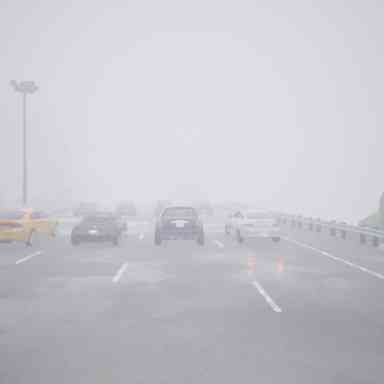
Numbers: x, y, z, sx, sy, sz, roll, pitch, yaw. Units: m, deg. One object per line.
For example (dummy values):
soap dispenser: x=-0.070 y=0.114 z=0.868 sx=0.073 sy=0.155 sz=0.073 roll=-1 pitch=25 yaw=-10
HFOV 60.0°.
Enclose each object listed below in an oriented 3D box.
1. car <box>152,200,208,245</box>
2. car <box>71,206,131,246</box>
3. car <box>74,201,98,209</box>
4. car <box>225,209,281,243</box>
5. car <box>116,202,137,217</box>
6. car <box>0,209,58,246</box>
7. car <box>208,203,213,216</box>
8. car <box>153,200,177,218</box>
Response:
car: x=-0.672 y=1.367 z=15.696 sx=2.097 sy=1.767 sz=4.553 roll=0 pitch=0 yaw=-5
car: x=-4.162 y=1.573 z=15.433 sx=1.994 sy=1.385 sz=4.181 roll=0 pitch=0 yaw=-5
car: x=-9.582 y=1.564 z=30.452 sx=2.033 sy=1.411 sz=5.357 roll=0 pitch=0 yaw=-10
car: x=2.814 y=1.534 z=16.019 sx=1.812 sy=1.442 sz=4.674 roll=0 pitch=0 yaw=-5
car: x=-6.131 y=1.573 z=31.035 sx=1.994 sy=1.385 sz=4.181 roll=0 pitch=0 yaw=-10
car: x=-7.650 y=1.485 z=15.140 sx=1.882 sy=1.535 sz=5.008 roll=0 pitch=0 yaw=-5
car: x=0.771 y=1.534 z=32.200 sx=1.812 sy=1.442 sz=4.674 roll=0 pitch=0 yaw=-10
car: x=-2.680 y=1.517 z=31.618 sx=1.837 sy=1.490 sz=4.892 roll=0 pitch=0 yaw=-10
